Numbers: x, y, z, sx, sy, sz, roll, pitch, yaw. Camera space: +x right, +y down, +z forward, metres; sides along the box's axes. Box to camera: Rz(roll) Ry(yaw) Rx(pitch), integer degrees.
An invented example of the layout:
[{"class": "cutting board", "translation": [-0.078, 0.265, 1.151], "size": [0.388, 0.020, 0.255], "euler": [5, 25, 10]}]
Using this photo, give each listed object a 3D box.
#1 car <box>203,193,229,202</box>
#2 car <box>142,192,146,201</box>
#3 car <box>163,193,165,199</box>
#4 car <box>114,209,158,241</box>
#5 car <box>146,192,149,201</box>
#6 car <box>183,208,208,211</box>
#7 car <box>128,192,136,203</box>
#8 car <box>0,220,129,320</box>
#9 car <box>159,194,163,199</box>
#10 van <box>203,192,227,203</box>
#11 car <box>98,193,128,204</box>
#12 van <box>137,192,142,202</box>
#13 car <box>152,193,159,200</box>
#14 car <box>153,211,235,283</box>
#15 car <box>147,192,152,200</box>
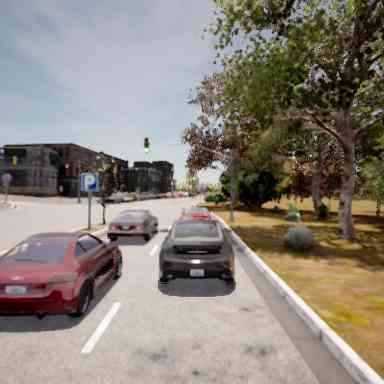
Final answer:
[{"class": "car", "translation": [4.648, 1.135, 65.222], "size": [4.553, 1.767, 2.185], "euler": [1, 0, -14]}, {"class": "car", "translation": [-13.033, 1.313, 71.608], "size": [4.892, 1.521, 2.231], "euler": [-1, 0, -14]}, {"class": "car", "translation": [-10.606, 1.306, 89.572], "size": [5.008, 1.535, 2.097], "euler": [-1, 0, -12]}, {"class": "car", "translation": [-2.824, 1.572, 16.797], "size": [2.033, 1.411, 5.357], "euler": [0, 0, 1]}, {"class": "car", "translation": [-12.661, 1.350, 74.603], "size": [4.674, 1.452, 2.002], "euler": [-1, 0, -13]}, {"class": "car", "translation": [0.216, 1.631, 21.089], "size": [1.895, 1.301, 4.718], "euler": [0, 0, 0]}, {"class": "car", "translation": [-13.817, 1.307, 62.644], "size": [5.366, 1.575, 1.946], "euler": [-1, 0, -15]}, {"class": "car", "translation": [-2.882, 1.574, 7.458], "size": [1.994, 1.385, 4.181], "euler": [0, 0, 0]}, {"class": "car", "translation": [-11.027, 1.055, 86.594], "size": [5.566, 2.045, 2.435], "euler": [-1, 0, -12]}, {"class": "van", "translation": [4.266, 1.036, 62.252], "size": [4.442, 1.987, 1.878], "euler": [1, 0, -14]}, {"class": "car", "translation": [-14.461, 1.350, 59.652], "size": [4.792, 1.488, 2.163], "euler": [-1, 0, -15]}, {"class": "van", "translation": [-13.260, 1.084, 68.637], "size": [4.442, 1.987, 1.878], "euler": [-1, 0, -14]}, {"class": "car", "translation": [-11.476, 1.348, 83.587], "size": [4.674, 1.452, 2.002], "euler": [-1, 0, -12]}, {"class": "car", "translation": [0.123, 1.519, 9.708], "size": [1.837, 1.490, 4.892], "euler": [0, 0, 0]}, {"class": "car", "translation": [-12.290, 1.350, 77.605], "size": [4.674, 1.452, 2.002], "euler": [-1, 0, -13]}]
